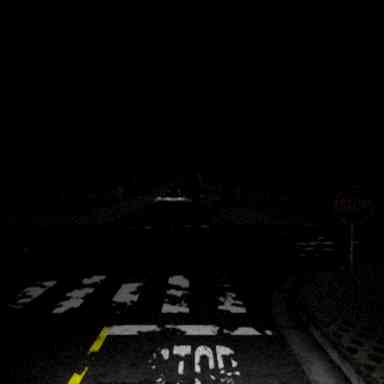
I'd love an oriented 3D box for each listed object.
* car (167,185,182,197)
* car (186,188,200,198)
[{"bbox_3d":[-2.610,-0.132,51.034,2.097,1.767,4.553,0,2,0],"label":"car"},{"bbox_3d":[0.140,0.087,50.849,1.994,1.385,4.181,0,2,0],"label":"car"}]
